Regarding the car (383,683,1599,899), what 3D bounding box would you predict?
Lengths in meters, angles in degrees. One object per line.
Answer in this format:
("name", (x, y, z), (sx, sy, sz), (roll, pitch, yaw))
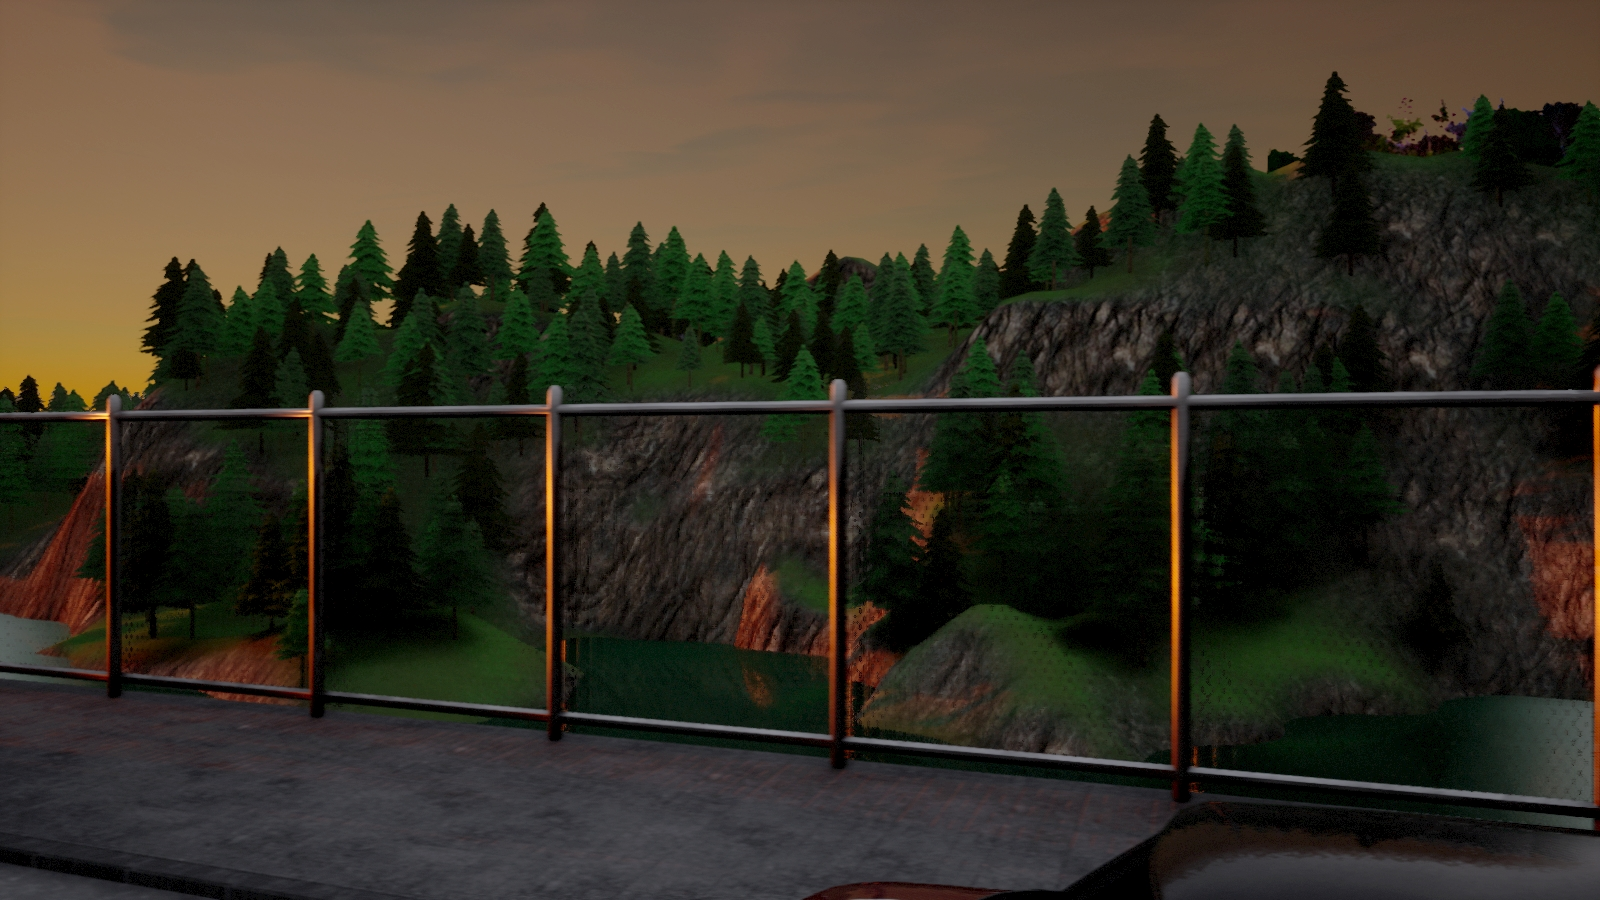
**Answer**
("car", (1.388, 1.905, 3.265), (4.553, 1.767, 2.097), (0, 0, 19))
